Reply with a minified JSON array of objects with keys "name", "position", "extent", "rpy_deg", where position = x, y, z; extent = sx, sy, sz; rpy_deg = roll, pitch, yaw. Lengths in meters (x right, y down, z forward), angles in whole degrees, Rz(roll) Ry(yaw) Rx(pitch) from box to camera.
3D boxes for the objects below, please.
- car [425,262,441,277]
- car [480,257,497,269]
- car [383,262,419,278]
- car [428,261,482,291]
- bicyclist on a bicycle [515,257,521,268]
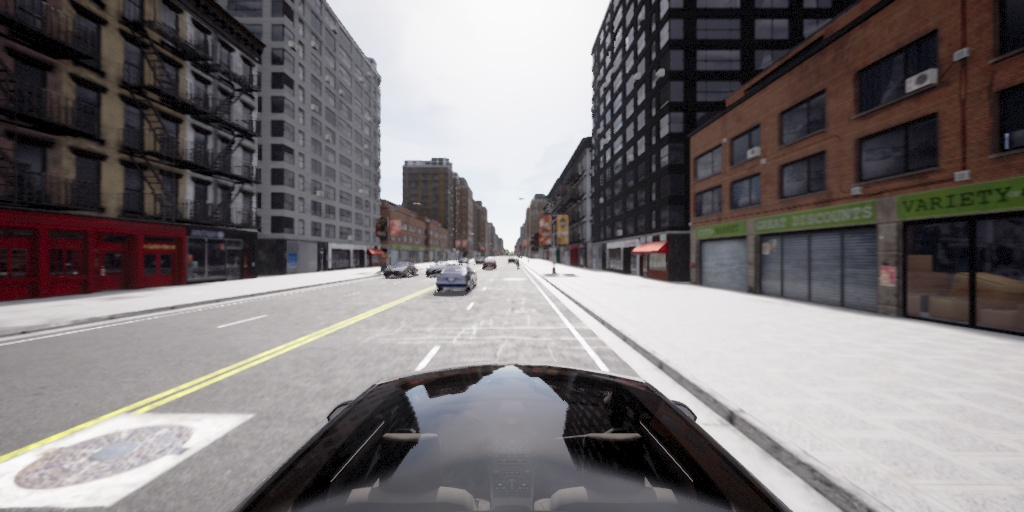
[{"name":"car","position":[-6.592,1.222,33.093],"extent":[1.994,1.385,4.181],"rpy_deg":[0,0,0]},{"name":"car","position":[-3.148,1.131,51.686],"extent":[1.812,1.442,4.674],"rpy_deg":[0,0,0]},{"name":"car","position":[-9.847,1.208,32.218],"extent":[2.033,1.411,5.357],"rpy_deg":[0,0,0]},{"name":"car","position":[-3.149,1.240,21.101],"extent":[2.033,1.411,5.357],"rpy_deg":[0,0,0]},{"name":"bicyclist on a bicycle","position":[0.889,1.041,52.100],"extent":[0.866,1.612,1.509],"rpy_deg":[0,0,0]}]
